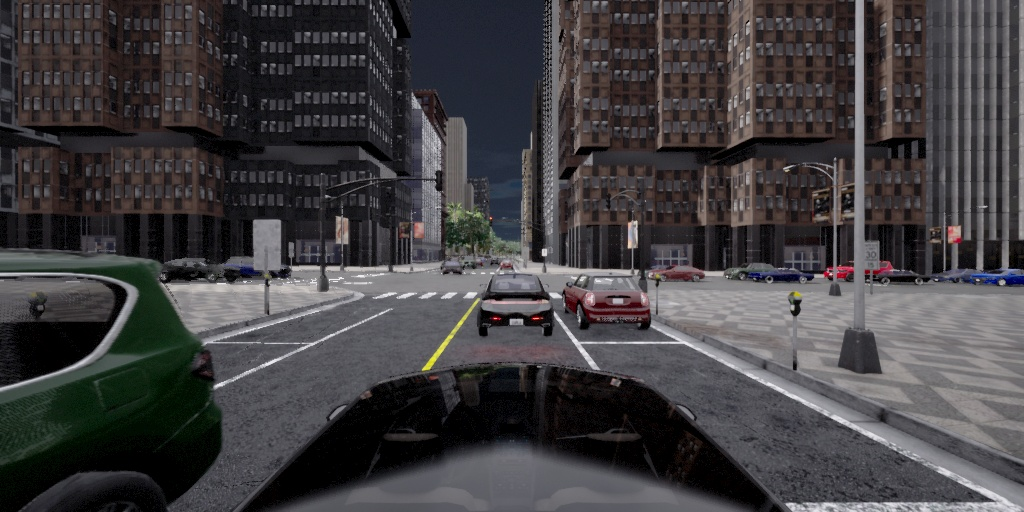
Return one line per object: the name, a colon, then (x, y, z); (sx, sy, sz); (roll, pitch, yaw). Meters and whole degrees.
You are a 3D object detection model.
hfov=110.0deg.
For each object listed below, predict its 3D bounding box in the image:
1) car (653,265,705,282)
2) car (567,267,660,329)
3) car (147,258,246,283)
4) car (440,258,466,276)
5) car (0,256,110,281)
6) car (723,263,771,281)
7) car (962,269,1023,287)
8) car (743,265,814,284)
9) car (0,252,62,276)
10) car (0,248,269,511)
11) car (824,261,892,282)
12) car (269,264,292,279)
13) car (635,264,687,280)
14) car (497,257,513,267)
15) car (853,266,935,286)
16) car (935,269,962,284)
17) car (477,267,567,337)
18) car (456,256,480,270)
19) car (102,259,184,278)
car: (14.350, 1.504, 31.341); (4.674, 1.442, 1.812); (1, 0, -1)
car: (2.733, 1.188, 11.208); (1.967, 1.591, 4.097); (0, 0, 0)
car: (-21.275, 0.958, 24.323); (5.008, 1.535, 1.882); (1, 0, -1)
car: (-5.996, 1.242, 36.474); (2.033, 1.411, 5.357); (1, -1, -6)
car: (-30.742, 0.824, 24.240); (5.008, 1.535, 1.882); (1, 0, 0)
car: (23.042, 1.452, 34.670); (4.553, 1.767, 2.097); (1, 0, -1)
car: (43.495, 1.881, 31.553); (5.008, 1.535, 1.882); (1, 0, 0)
car: (23.454, 1.711, 31.425); (4.718, 1.301, 1.895); (1, 0, -1)
car: (-38.024, 0.589, 27.425); (4.553, 1.767, 2.097); (1, 0, 0)
car: (-3.091, 0.971, 0.170); (2.150, 2.045, 5.566); (0, 0, 0)
car: (33.647, 1.476, 34.756); (5.566, 2.045, 2.150); (1, 0, -1)
car: (-19.566, 0.852, 27.588); (4.553, 1.767, 2.097); (1, 0, 0)
car: (14.338, 1.538, 34.593); (4.181, 1.385, 1.994); (1, 0, -1)
car: (-0.765, 1.192, 52.589); (1.967, 1.591, 4.097); (0, 0, -1)
car: (33.457, 1.857, 31.506); (4.718, 1.301, 1.895); (1, 0, 0)
car: (43.866, 1.952, 34.804); (5.357, 1.411, 2.033); (1, 0, 0)
car: (0.075, 1.240, 10.322); (2.128, 1.511, 4.902); (0, 0, -1)
car: (-6.637, 0.980, 54.766); (2.150, 2.045, 5.566); (0, 0, 0)
car: (-28.209, 0.942, 27.506); (4.181, 1.385, 1.994); (1, 0, -1)
